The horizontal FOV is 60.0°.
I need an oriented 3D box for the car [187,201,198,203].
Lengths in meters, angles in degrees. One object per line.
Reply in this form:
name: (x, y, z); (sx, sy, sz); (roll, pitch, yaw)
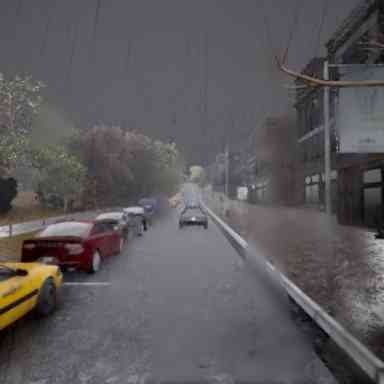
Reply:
car: (0.088, 1.845, 41.467); (2.033, 1.411, 5.357); (0, 0, 0)

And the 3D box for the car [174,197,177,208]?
car: (-3.675, 1.856, 44.439); (2.163, 1.488, 4.792); (-1, 0, 2)

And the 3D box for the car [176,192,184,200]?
car: (-3.649, 1.603, 75.082); (2.185, 1.767, 4.553); (2, 1, 2)

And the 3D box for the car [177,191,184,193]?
car: (-3.655, 1.402, 86.102); (1.946, 1.575, 5.366); (1, 2, 2)

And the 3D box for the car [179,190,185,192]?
car: (-3.660, 1.187, 91.837); (2.231, 1.521, 4.892); (1, 3, 2)

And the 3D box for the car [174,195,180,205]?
car: (-3.660, 1.851, 55.687); (1.946, 1.575, 5.366); (0, 0, 2)

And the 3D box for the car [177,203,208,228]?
car: (0.094, 1.746, 23.636); (1.994, 1.385, 4.181); (0, -1, 0)

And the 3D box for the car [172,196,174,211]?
car: (-3.663, 1.643, 38.836); (2.185, 1.767, 4.553); (0, 0, 2)

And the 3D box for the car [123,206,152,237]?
car: (-3.656, 1.648, 16.687); (2.231, 1.521, 4.892); (0, -1, 2)

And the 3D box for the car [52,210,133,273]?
car: (-3.655, 1.604, 11.131); (2.097, 1.535, 5.008); (0, 0, 2)

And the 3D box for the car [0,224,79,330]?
car: (-3.645, 1.537, 4.750); (1.946, 1.575, 5.366); (0, 0, 2)

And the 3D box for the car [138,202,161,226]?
car: (-3.657, 1.671, 22.228); (2.097, 1.535, 5.008); (0, 0, 2)

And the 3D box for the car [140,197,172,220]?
car: (-3.659, 1.462, 31.183); (2.435, 2.045, 5.566); (0, -1, 2)
